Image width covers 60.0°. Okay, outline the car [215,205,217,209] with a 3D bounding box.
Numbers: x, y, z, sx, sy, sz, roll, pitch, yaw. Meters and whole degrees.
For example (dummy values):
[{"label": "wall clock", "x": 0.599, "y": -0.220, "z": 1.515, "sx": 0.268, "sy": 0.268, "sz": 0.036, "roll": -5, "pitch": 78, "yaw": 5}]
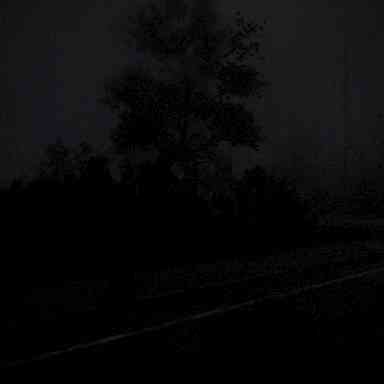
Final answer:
[{"label": "car", "x": 1.919, "y": 2.393, "z": 53.434, "sx": 4.674, "sy": 1.442, "sz": 1.812, "roll": -1, "pitch": -1, "yaw": 41}]
